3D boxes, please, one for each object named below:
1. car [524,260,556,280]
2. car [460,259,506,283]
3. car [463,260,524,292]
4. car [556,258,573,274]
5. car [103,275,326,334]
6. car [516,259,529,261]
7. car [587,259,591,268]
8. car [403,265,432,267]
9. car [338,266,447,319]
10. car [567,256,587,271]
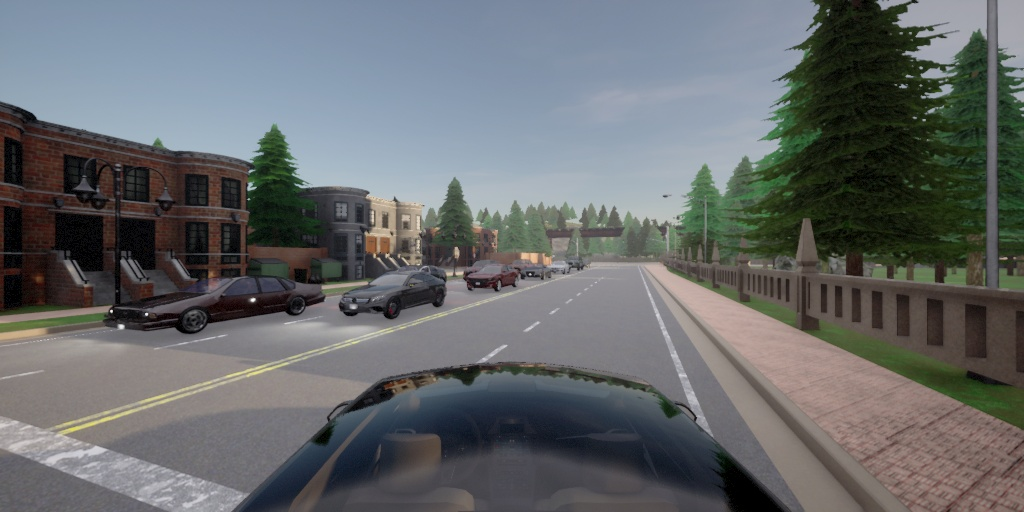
[{"bbox_3d":[2.169,1.330,31.424,1.994,1.385,4.181,0,0,20],"label":"car"},{"bbox_3d":[-2.242,1.115,29.360,2.097,1.767,4.553,0,0,19],"label":"car"},{"bbox_3d":[-1.066,1.238,21.944,1.882,1.535,5.008,0,0,19],"label":"car"},{"bbox_3d":[5.410,1.297,40.973,1.812,1.442,4.674,0,0,19],"label":"car"},{"bbox_3d":[-8.467,1.300,11.068,2.033,1.411,5.357,0,0,19],"label":"car"},{"bbox_3d":[0.976,1.121,38.813,2.097,1.767,4.553,0,0,19],"label":"car"},{"bbox_3d":[12.256,1.289,61.015,1.837,1.490,4.892,0,0,19],"label":"car"},{"bbox_3d":[-5.416,1.249,20.042,2.128,1.511,4.902,0,0,18],"label":"car"},{"bbox_3d":[-4.072,1.280,13.112,1.812,1.442,4.674,0,0,19],"label":"car"},{"bbox_3d":[8.776,0.999,50.846,2.150,2.045,5.566,0,0,19],"label":"car"}]
